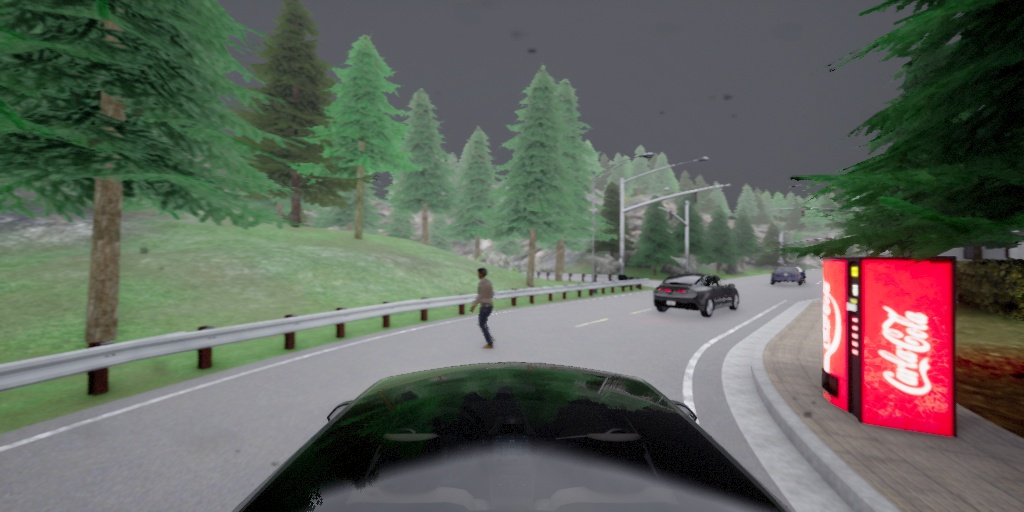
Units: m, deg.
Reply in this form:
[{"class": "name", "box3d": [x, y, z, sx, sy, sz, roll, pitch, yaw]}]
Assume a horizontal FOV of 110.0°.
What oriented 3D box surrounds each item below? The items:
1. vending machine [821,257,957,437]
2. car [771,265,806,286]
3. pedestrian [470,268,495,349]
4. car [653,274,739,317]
[{"class": "vending machine", "box3d": [4.534, 1.002, 4.414, 1.100, 2.100, 0.880, 0, 0, 25]}, {"class": "car", "box3d": [24.140, 1.575, 31.240, 2.097, 1.767, 4.553, 0, -1, 43]}, {"class": "pedestrian", "box3d": [-0.608, 1.107, 7.950, 0.375, 1.860, 0.375, 0, -1, 28]}, {"class": "car", "box3d": [7.369, 1.436, 14.195, 4.892, 1.490, 1.837, 1, -1, -42]}]
